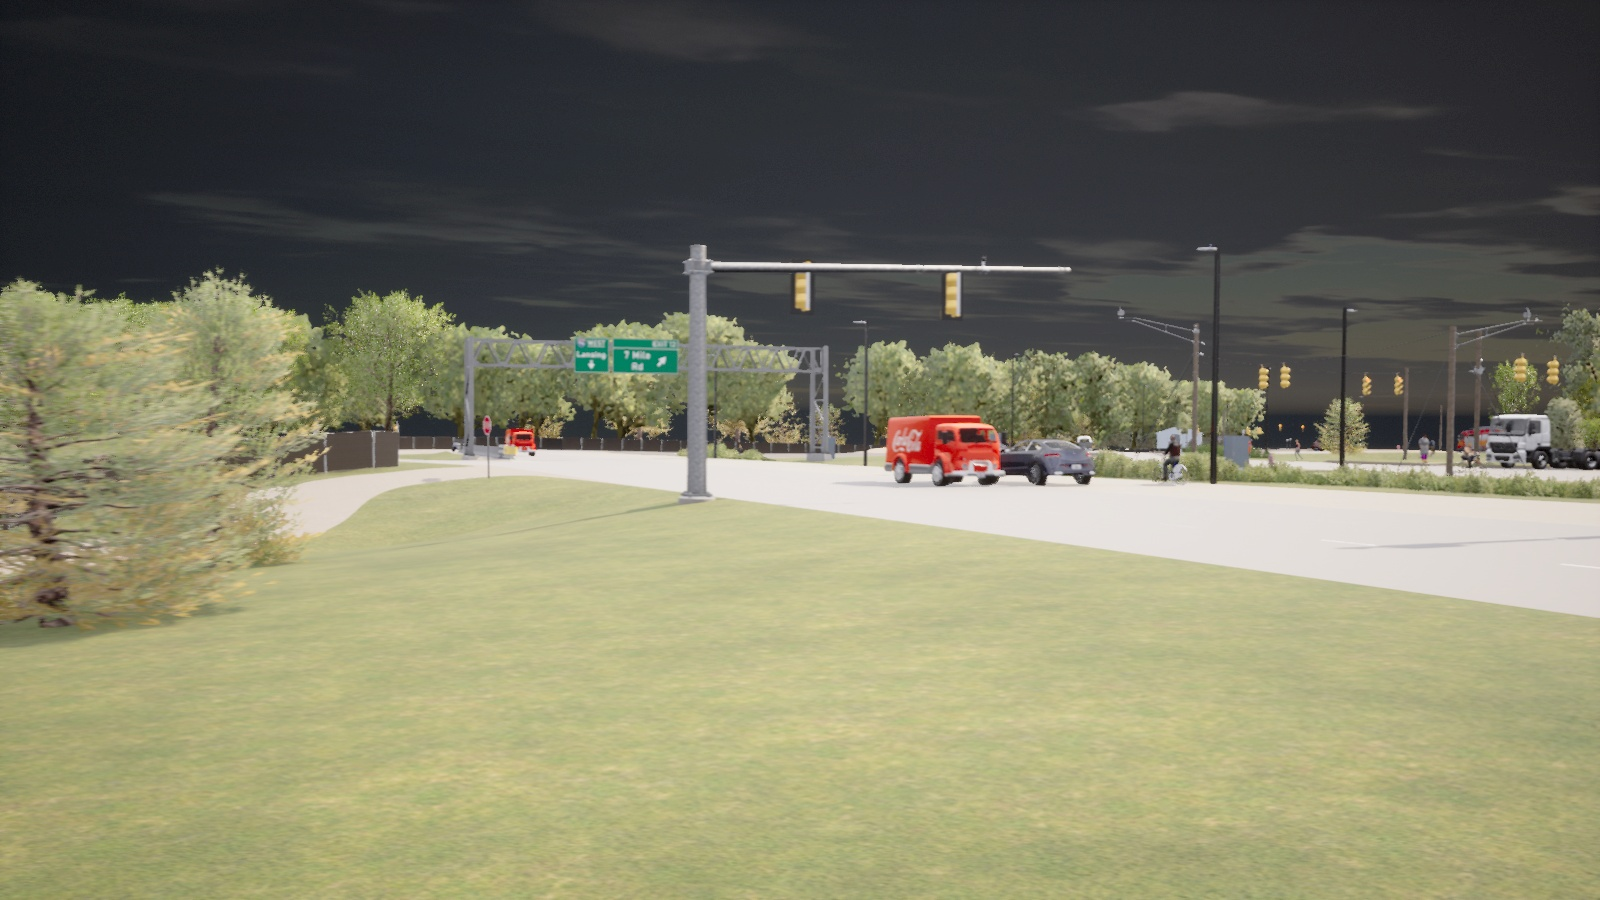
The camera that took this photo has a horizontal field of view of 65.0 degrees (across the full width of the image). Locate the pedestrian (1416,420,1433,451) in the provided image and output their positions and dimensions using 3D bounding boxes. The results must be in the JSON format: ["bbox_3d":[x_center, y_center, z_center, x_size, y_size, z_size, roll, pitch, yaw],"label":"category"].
[{"bbox_3d":[40.481,-0.953,81.381,0.659,1.952,0.873,-1,2,0],"label":"pedestrian"}]

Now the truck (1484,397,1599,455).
[{"bbox_3d":[47.132,-1.529,78.471,7.936,3.462,2.891,-1,1,-16],"label":"truck"}]

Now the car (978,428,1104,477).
[{"bbox_3d":[8.700,0.079,45.804,2.152,1.651,5.027,-2,1,-21],"label":"car"}]

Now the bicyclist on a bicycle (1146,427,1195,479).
[{"bbox_3d":[13.054,0.088,44.271,0.659,1.776,1.843,-2,1,-21],"label":"bicyclist on a bicycle"}]

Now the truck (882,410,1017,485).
[{"bbox_3d":[5.253,-0.099,44.996,2.627,2.467,5.204,-2,1,-21],"label":"truck"}]
